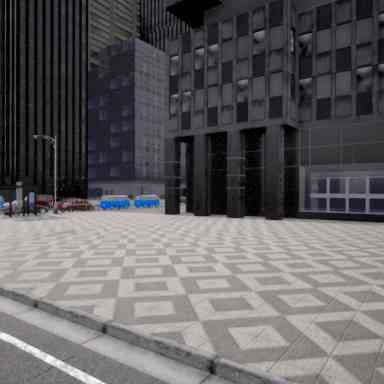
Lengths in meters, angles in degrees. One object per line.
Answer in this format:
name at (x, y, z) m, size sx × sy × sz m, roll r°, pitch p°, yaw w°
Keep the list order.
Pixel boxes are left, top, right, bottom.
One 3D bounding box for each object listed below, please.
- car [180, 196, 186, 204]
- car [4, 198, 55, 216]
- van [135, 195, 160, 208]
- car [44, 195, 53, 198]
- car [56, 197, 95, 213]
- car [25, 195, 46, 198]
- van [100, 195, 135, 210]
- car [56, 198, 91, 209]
car at (0.454, 1.566, 55.052) m, size 1.802 × 1.307 × 4.206 m, roll 0°, pitch 0°, yaw 35°
car at (-16.004, 1.546, 31.921) m, size 2.008 × 1.369 × 4.403 m, roll 0°, pitch 0°, yaw 35°
van at (-6.129, 1.327, 45.799) m, size 1.690 × 1.788 × 3.998 m, roll 0°, pitch 0°, yaw 35°
car at (-15.730, 1.450, 42.416) m, size 1.882 × 1.535 × 5.008 m, roll 0°, pitch 0°, yaw 35°
car at (-12.712, 1.573, 36.548) m, size 1.802 × 1.307 × 4.206 m, roll 0°, pitch 0°, yaw 35°
car at (-19.658, 1.281, 41.488) m, size 2.192 × 1.841 × 5.009 m, roll 0°, pitch 0°, yaw 35°
van at (-9.420, 1.329, 41.174) m, size 1.690 × 1.788 × 3.998 m, roll 0°, pitch 0°, yaw 35°
car at (-16.367, 1.545, 46.115) m, size 1.802 × 1.307 × 4.206 m, roll 0°, pitch 0°, yaw 35°
